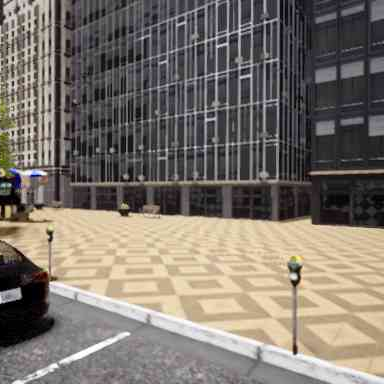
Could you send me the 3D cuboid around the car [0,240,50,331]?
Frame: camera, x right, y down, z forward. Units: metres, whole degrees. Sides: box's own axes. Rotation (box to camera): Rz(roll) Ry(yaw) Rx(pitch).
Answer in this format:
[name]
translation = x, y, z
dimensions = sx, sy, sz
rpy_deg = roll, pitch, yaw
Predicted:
[car]
translation = -4.287, 1.494, 5.955
dimensions = 4.313, 1.339, 1.947
rpy_deg = 1, 0, 36
